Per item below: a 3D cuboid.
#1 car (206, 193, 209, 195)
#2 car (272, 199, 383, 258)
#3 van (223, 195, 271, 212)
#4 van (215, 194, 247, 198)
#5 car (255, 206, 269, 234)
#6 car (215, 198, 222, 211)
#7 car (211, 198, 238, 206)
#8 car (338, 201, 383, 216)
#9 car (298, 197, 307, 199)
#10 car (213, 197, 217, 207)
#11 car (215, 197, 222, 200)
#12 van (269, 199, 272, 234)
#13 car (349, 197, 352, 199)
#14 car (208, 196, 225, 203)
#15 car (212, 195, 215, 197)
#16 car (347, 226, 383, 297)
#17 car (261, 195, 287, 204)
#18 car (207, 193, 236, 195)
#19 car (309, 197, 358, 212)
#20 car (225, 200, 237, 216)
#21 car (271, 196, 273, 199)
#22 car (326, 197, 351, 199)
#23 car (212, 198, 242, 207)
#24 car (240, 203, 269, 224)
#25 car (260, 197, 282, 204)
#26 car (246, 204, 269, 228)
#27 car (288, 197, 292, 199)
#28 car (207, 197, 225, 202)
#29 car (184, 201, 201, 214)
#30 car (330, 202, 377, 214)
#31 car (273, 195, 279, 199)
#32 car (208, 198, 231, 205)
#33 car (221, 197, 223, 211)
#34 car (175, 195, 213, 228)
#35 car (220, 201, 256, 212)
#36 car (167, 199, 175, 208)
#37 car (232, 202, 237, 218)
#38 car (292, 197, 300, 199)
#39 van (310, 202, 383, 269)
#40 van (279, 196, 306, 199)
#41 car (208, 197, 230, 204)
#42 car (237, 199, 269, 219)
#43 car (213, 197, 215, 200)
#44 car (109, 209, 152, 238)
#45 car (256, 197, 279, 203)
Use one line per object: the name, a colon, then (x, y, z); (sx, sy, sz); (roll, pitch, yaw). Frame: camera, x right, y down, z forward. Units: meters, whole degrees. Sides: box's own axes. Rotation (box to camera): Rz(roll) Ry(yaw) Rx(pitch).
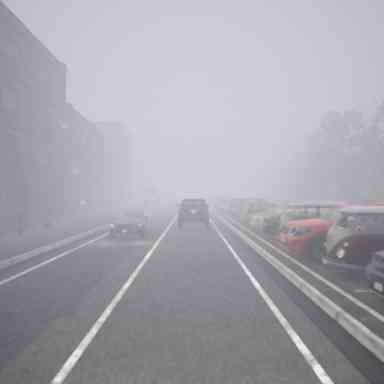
car: (6.396, 1.916, 84.498); (4.553, 1.767, 2.185); (0, 0, 0)
car: (6.081, 1.388, 12.114); (5.566, 2.045, 2.435); (0, -1, 0)
van: (6.080, 1.616, 37.226); (4.442, 1.987, 1.878); (0, 0, 0)
van: (6.373, 1.731, 53.862); (4.442, 1.987, 1.878); (0, 0, 0)
car: (6.122, 1.688, 17.679); (4.892, 1.521, 2.231); (0, 0, 0)
car: (6.032, 1.878, 42.729); (5.366, 1.575, 1.946); (0, 0, 0)
car: (6.290, 2.026, 64.994); (5.008, 1.535, 2.097); (0, 0, 0)
car: (19.272, 1.841, 37.138); (5.008, 1.535, 2.097); (0, 0, 0)
car: (19.333, 1.939, 51.062); (4.892, 1.521, 2.231); (0, 0, 0)
car: (6.252, 1.938, 51.078); (5.008, 1.535, 2.097); (0, 0, 0)
car: (6.231, 1.920, 48.295); (5.008, 1.535, 2.097); (0, 0, 0)
van: (6.002, 1.437, 14.898); (4.442, 1.987, 1.878); (0, 0, 0)
car: (19.235, 1.695, 34.355); (4.553, 1.767, 2.185); (0, 0, 0)
car: (6.405, 1.888, 87.278); (4.553, 1.767, 2.185); (0, 1, 0)
car: (6.245, 1.867, 59.554); (4.553, 1.767, 2.185); (0, 0, 0)
car: (6.083, 1.592, 6.546); (4.892, 1.521, 2.231); (0, 0, 0)
car: (19.453, 1.821, 79.046); (5.566, 2.045, 2.435); (0, 0, 0)
car: (6.334, 1.791, 67.779); (5.566, 2.045, 2.435); (0, 0, 0)
car: (19.278, 1.649, 45.493); (5.566, 2.045, 2.435); (0, 0, 0)
car: (6.158, 1.850, 34.378); (4.792, 1.488, 2.163); (0, 0, 0)
car: (19.571, 2.039, 67.771); (5.366, 1.575, 1.946); (0, 0, 0)
car: (19.266, 1.755, 42.708); (4.553, 1.767, 2.185); (0, 0, 0)
car: (6.471, 2.006, 62.211); (5.366, 1.575, 1.946); (0, 0, 0)
car: (6.155, 1.734, 23.245); (4.892, 1.521, 2.231); (0, 0, 0)
car: (19.440, 2.059, 81.836); (5.008, 1.535, 2.097); (0, 0, 0)
car: (6.324, 1.707, 20.461); (5.366, 1.575, 1.946); (0, 0, 0)
car: (19.349, 2.014, 56.632); (4.674, 1.452, 2.002); (0, 0, 0)
car: (6.413, 2.005, 90.067); (4.792, 1.488, 2.163); (0, 1, 0)
car: (0.093, 1.921, 41.939); (1.994, 1.385, 4.181); (0, 0, 0)
car: (19.290, 1.901, 39.922); (4.674, 1.452, 2.002); (0, 0, 0)
car: (19.347, 1.774, 64.988); (5.566, 2.045, 2.435); (0, 0, 0)
car: (6.330, 2.077, 76.133); (5.008, 1.535, 2.097); (0, 0, 0)
car: (6.176, 1.736, 39.946); (4.553, 1.767, 2.185); (0, 0, 0)
car: (0.103, 1.446, 24.560); (2.150, 2.045, 5.566); (0, 0, 0)
car: (6.229, 1.941, 45.511); (4.674, 1.452, 2.002); (0, 0, 0)
car: (-3.341, 1.995, 59.409); (1.812, 1.442, 4.674); (0, 0, 0)
car: (6.171, 1.818, 28.811); (4.674, 1.452, 2.002); (0, 0, 0)
car: (19.342, 1.956, 53.847); (5.008, 1.535, 2.097); (0, 0, 0)
van: (5.983, 1.390, 9.456); (4.442, 1.987, 1.878); (0, 0, 0)
van: (19.249, 1.782, 62.203); (4.442, 1.987, 1.878); (0, 0, 0)
car: (6.339, 2.073, 78.923); (5.008, 1.535, 2.097); (0, 0, 0)
car: (6.127, 1.631, 26.030); (4.553, 1.767, 2.185); (0, 0, 0)
car: (6.272, 1.975, 56.645); (4.892, 1.521, 2.231); (0, 0, 0)
car: (-3.350, 1.700, 18.893); (1.812, 1.442, 4.674); (0, -1, 0)
car: (19.259, 2.036, 84.626); (5.366, 1.575, 1.946); (0, 1, 0)
